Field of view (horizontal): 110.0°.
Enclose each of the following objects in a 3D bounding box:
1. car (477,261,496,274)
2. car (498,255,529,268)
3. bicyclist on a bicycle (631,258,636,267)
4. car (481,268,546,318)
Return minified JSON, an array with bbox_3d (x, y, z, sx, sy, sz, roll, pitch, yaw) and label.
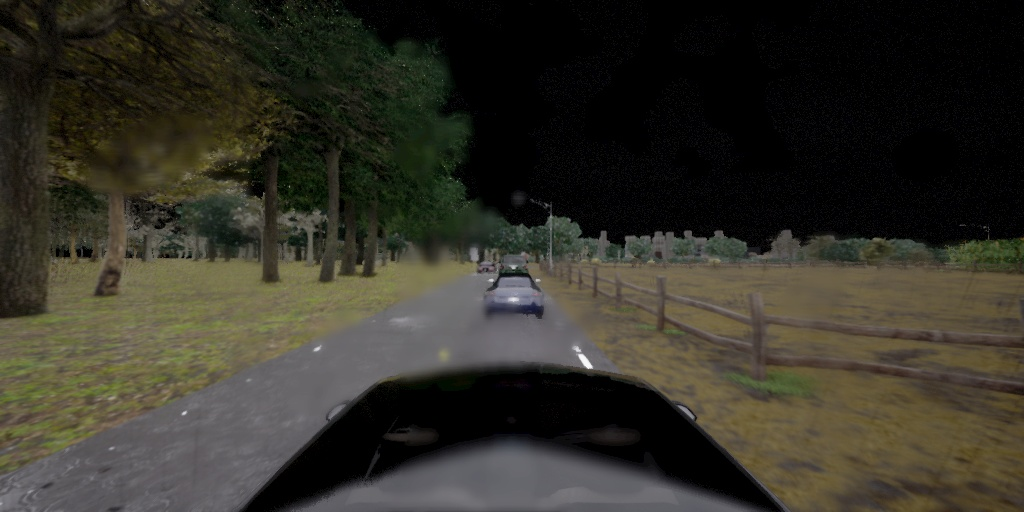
[{"bbox_3d":[-2.804,1.290,40.146,1.994,1.385,4.181,0,0,0],"label":"car"},{"bbox_3d":[0.108,0.937,28.015,2.150,2.045,5.566,0,0,0],"label":"car"},{"bbox_3d":[19.964,1.170,59.105,0.582,1.620,1.656,0,0,0],"label":"bicyclist on a bicycle"},{"bbox_3d":[0.090,1.291,12.808,1.994,1.385,4.181,0,0,0],"label":"car"}]
